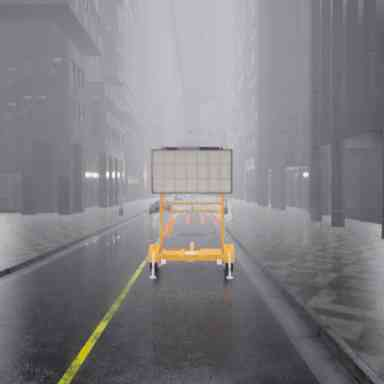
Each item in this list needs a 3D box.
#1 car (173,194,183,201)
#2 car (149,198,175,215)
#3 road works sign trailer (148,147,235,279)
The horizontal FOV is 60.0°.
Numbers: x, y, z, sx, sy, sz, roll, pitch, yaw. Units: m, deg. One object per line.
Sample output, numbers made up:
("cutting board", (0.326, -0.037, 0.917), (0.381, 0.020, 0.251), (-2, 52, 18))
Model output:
("car", (-3.035, 1.334, 74.516), (1.837, 1.490, 4.892), (0, 0, 0))
("car", (-3.115, 1.514, 33.138), (1.994, 1.385, 4.181), (0, 0, 0))
("road works sign trailer", (0.003, 0.454, 10.014), (2.380, 3.560, 2.880), (0, 0, 1))
